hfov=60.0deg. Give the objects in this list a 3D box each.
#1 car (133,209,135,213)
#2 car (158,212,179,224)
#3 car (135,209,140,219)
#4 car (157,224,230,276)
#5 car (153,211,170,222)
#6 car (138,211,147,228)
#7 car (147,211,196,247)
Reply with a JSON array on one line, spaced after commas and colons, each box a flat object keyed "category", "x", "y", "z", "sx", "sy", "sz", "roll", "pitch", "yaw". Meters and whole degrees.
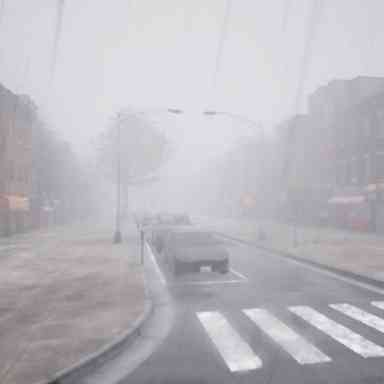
[{"category": "car", "x": -11.145, "y": 4.865, "z": 71.781, "sx": 2.008, "sy": 1.369, "sz": 4.403, "roll": 0, "pitch": -3, "yaw": -11}, {"category": "car", "x": -3.157, "y": 3.379, "z": 43.716, "sx": 2.128, "sy": 1.511, "sz": 4.902, "roll": 0, "pitch": -3, "yaw": -10}, {"category": "car", "x": -7.088, "y": 3.638, "z": 50.062, "sx": 1.967, "sy": 1.590, "sz": 4.097, "roll": 0, "pitch": -3, "yaw": -11}, {"category": "car", "x": 0.006, "y": 2.041, "z": 12.034, "sx": 1.947, "sy": 1.339, "sz": 4.313, "roll": -1, "pitch": -3, "yaw": -11}, {"category": "car", "x": -4.902, "y": 3.821, "z": 52.779, "sx": 2.128, "sy": 1.511, "sz": 4.902, "roll": 0, "pitch": -3, "yaw": -10}, {"category": "car", "x": -4.483, "y": 3.014, "z": 35.545, "sx": 1.837, "sy": 1.490, "sz": 4.892, "roll": 0, "pitch": -3, "yaw": -11}, {"category": "car", "x": -0.999, "y": 2.026, "z": 17.469, "sx": 2.192, "sy": 1.841, "sz": 5.009, "roll": 0, "pitch": -2, "yaw": -11}]
